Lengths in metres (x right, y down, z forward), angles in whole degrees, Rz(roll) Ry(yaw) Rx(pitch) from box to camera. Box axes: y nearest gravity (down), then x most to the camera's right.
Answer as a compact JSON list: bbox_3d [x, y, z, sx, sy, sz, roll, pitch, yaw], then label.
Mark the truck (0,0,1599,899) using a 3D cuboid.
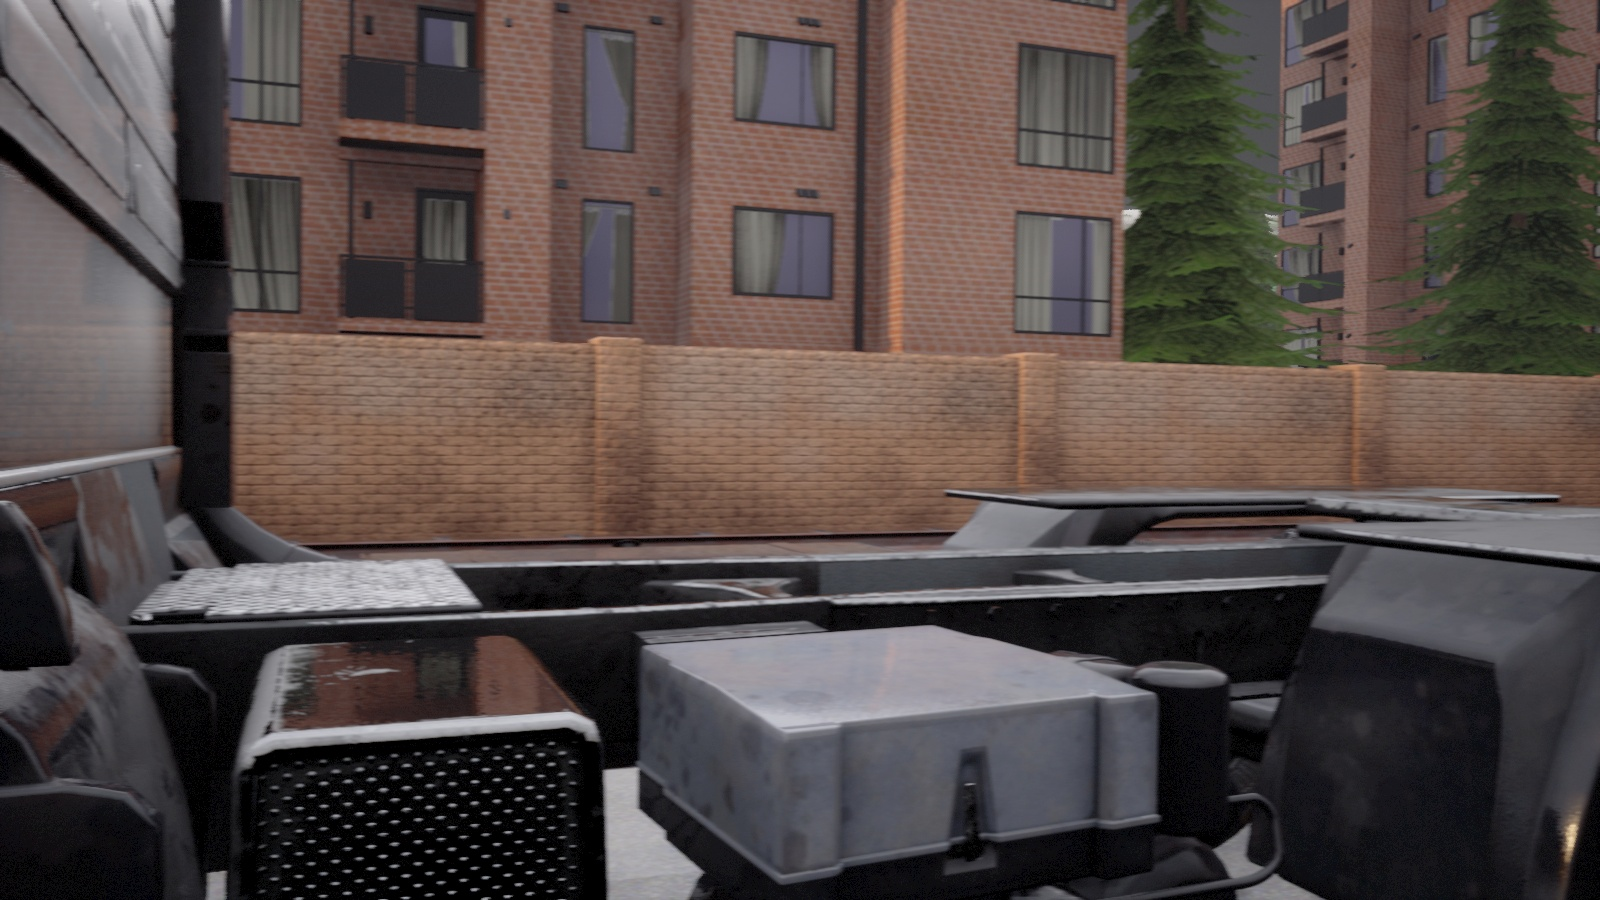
[{"bbox_3d":[0.260,-0.241,3.326,7.936,3.462,2.891,-1,1,-21],"label":"truck"}]
